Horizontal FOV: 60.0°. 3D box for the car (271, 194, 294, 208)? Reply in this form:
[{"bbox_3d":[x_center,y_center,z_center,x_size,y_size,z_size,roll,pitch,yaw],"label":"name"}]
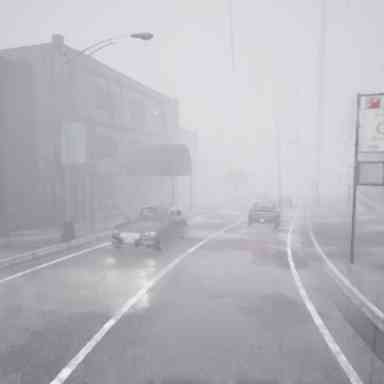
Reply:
[{"bbox_3d":[11.291,1.054,40.582,2.128,1.511,4.902,2,2,19],"label":"car"}]

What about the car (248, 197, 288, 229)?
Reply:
[{"bbox_3d":[4.742,1.372,21.256,2.128,1.511,4.902,2,1,18],"label":"car"}]

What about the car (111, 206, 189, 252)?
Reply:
[{"bbox_3d":[-1.477,1.350,13.424,2.128,1.511,4.902,1,1,15],"label":"car"}]

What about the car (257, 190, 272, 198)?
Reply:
[{"bbox_3d":[11.644,0.523,52.844,2.097,1.767,4.553,2,2,19],"label":"car"}]
